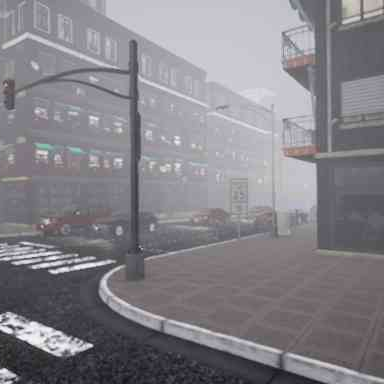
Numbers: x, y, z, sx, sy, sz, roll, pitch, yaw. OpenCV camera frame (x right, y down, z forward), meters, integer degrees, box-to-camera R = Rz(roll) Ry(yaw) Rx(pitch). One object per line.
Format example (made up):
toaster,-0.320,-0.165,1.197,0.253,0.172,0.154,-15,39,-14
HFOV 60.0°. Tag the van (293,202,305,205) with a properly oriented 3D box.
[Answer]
van,18.908,2.600,58.522,1.690,1.788,3.998,-2,-2,35

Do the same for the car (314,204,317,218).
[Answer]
car,15.972,2.294,39.819,1.967,1.590,4.097,-2,-2,35

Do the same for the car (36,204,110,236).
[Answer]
car,-7.229,1.733,21.315,2.192,1.841,5.009,-2,-2,35

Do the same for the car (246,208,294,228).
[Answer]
car,6.173,2.120,25.862,1.802,1.307,4.206,-2,-2,35

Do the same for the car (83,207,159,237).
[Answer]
car,-4.141,1.926,21.177,1.837,1.490,4.892,-1,-1,35

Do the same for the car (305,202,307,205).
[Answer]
car,18.012,2.516,47.142,1.837,1.490,4.892,-1,-2,35

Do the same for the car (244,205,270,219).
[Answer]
car,7.672,2.304,37.968,1.837,1.490,4.892,-1,-2,35

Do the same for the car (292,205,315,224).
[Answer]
car,9.440,2.194,30.514,2.008,1.369,4.403,-2,-2,35

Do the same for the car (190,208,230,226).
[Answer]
car,1.706,2.133,29.486,1.812,1.442,4.674,-1,-1,35
